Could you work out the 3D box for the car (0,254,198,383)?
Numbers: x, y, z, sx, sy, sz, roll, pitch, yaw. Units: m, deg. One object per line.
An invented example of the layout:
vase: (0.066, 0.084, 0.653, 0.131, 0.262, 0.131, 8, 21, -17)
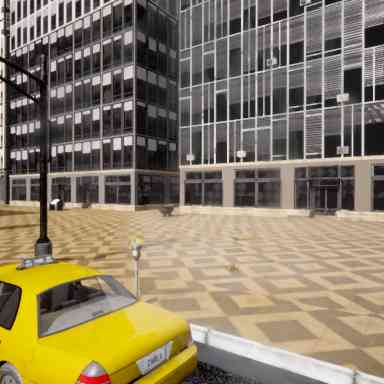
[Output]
car: (-2.218, 1.525, 4.472, 4.829, 1.417, 1.752, 0, 0, 36)
